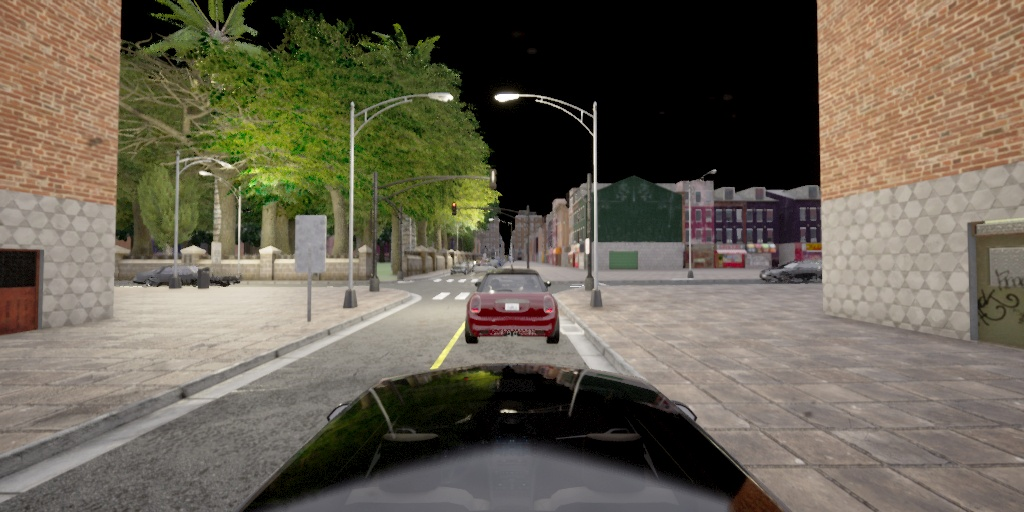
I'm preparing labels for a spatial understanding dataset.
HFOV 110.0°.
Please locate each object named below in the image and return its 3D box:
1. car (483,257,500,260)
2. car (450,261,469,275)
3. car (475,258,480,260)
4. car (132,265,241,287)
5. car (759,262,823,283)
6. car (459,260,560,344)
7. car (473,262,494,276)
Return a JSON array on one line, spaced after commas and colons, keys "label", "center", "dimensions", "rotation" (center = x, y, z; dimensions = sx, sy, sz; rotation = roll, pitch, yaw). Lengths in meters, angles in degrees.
[{"label": "car", "center": [-3.107, 1.287, 53.449], "dimensions": [1.837, 1.490, 4.892], "rotation": [0, 1, 0]}, {"label": "car", "center": [-5.553, 1.315, 38.509], "dimensions": [2.007, 1.370, 4.403], "rotation": [0, 0, 0]}, {"label": "car", "center": [-5.588, 1.323, 45.645], "dimensions": [2.007, 1.370, 4.403], "rotation": [0, 0, 0]}, {"label": "car", "center": [-19.925, 1.276, 22.054], "dimensions": [5.357, 1.411, 2.033], "rotation": [0, -1, 0]}, {"label": "car", "center": [20.084, 1.117, 25.258], "dimensions": [4.674, 1.442, 1.812], "rotation": [-1, -1, 0]}, {"label": "car", "center": [0.023, 1.101, 9.734], "dimensions": [2.097, 1.767, 4.553], "rotation": [0, 0, 1]}, {"label": "car", "center": [-2.986, 1.366, 38.692], "dimensions": [1.895, 1.301, 4.718], "rotation": [0, 0, 0]}]
